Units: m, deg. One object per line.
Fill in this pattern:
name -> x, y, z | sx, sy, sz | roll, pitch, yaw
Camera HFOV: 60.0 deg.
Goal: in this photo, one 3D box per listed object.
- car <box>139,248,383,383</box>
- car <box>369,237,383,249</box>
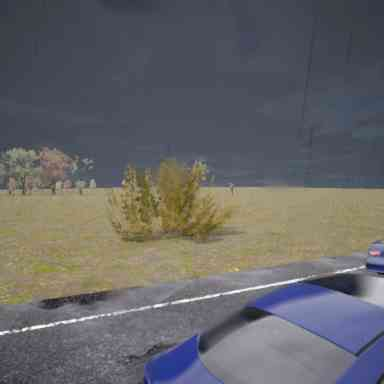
car -> 1.745, 1.526, 3.018 | 4.674, 1.442, 1.812 | 0, 0, -29
car -> 6.728, 1.549, 9.394 | 5.357, 1.411, 2.033 | 0, 0, -42
